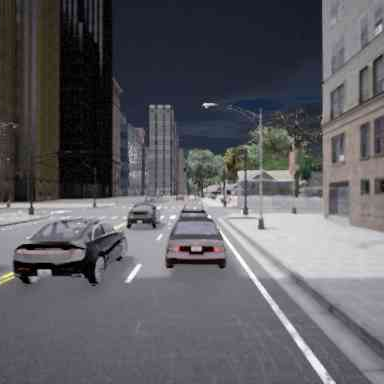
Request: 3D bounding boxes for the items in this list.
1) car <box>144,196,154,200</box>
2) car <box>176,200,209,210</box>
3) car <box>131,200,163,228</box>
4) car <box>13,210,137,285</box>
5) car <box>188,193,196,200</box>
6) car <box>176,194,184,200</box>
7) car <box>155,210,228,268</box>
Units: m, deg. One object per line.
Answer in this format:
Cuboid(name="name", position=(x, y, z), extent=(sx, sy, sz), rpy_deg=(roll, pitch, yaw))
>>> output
Cuboid(name="car", position=(-9.735, 1.617, 76.189), extent=(2.128, 1.511, 4.902), rpy_deg=(0, 0, 0))
Cuboid(name="car", position=(0.103, 1.521, 22.124), extent=(2.128, 1.511, 4.902), rpy_deg=(0, 0, 0))
Cuboid(name="car", position=(-3.145, 1.534, 22.401), extent=(1.837, 1.490, 4.892), rpy_deg=(0, 0, 0))
Cuboid(name="car", position=(-3.148, 1.507, 9.527), extent=(2.128, 1.511, 4.902), rpy_deg=(0, 0, 0))
Cuboid(name="car", position=(0.017, 1.626, 88.237), extent=(1.812, 1.442, 4.674), rpy_deg=(0, 0, 0))
Cuboid(name="car", position=(-3.233, 1.456, 88.208), extent=(2.097, 1.767, 4.553), rpy_deg=(0, 0, 0))
Cuboid(name="car", position=(0.107, 1.561, 11.355), extent=(2.033, 1.411, 5.357), rpy_deg=(0, 0, 0))
